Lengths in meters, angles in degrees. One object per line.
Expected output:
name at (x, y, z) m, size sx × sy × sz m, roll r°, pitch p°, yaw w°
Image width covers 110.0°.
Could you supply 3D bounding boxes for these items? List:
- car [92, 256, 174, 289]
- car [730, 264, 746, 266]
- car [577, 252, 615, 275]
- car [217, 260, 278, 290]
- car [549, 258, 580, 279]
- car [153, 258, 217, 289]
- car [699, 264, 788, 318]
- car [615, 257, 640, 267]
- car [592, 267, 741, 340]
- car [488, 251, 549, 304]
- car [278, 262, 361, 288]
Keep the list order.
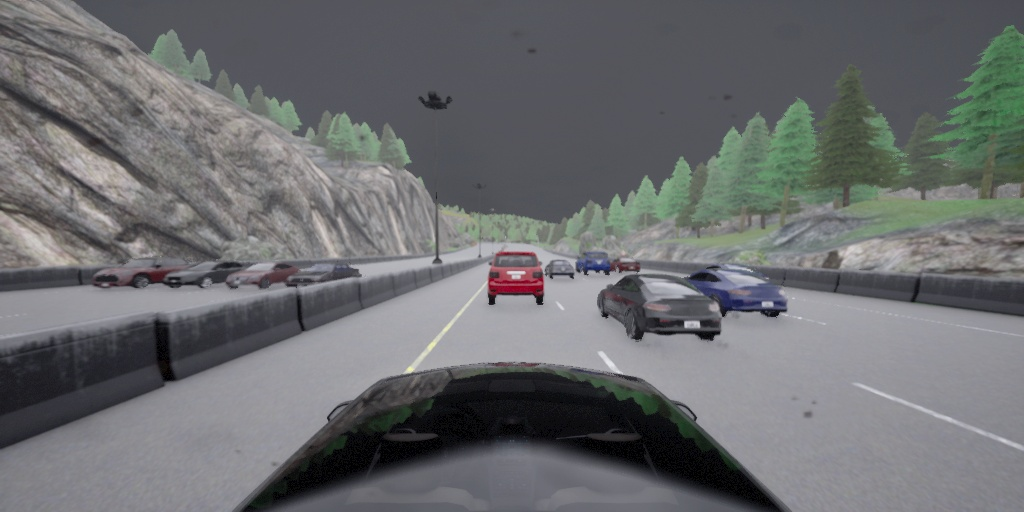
car at (-21.019, 0.879, 20.778) m, size 2.097 × 1.767 × 4.553 m, roll 0°, pitch 1°, yaw 0°
car at (10.667, 1.100, 17.839) m, size 1.812 × 1.442 × 4.674 m, roll 0°, pitch 1°, yaw 0°
car at (7.228, 0.632, 32.355) m, size 2.150 × 2.045 × 5.566 m, roll 0°, pitch 1°, yaw 0°
car at (-14.020, 1.058, 20.644) m, size 1.812 × 1.442 × 4.674 m, roll 0°, pitch 1°, yaw 0°
car at (3.711, 1.000, 28.379) m, size 2.033 × 1.411 × 5.357 m, roll 0°, pitch 1°, yaw 0°
car at (-17.519, 1.032, 21.000) m, size 1.837 × 1.490 × 4.892 m, roll 0°, pitch 1°, yaw 0°
car at (7.143, 1.160, 12.303) m, size 1.812 × 1.442 × 4.674 m, roll 0°, pitch 1°, yaw 0°
car at (10.738, 0.865, 34.567) m, size 1.882 × 1.535 × 5.008 m, roll 0°, pitch 1°, yaw 0°
car at (3.632, 1.190, 9.504) m, size 1.812 × 1.442 × 4.674 m, roll 0°, pitch 1°, yaw 0°
car at (0.157, 0.817, 15.497) m, size 2.150 × 2.045 × 5.566 m, roll 0°, pitch 1°, yaw 0°
car at (-10.522, 1.082, 20.540) m, size 2.033 × 1.411 × 5.357 m, roll 0°, pitch 1°, yaw 0°
